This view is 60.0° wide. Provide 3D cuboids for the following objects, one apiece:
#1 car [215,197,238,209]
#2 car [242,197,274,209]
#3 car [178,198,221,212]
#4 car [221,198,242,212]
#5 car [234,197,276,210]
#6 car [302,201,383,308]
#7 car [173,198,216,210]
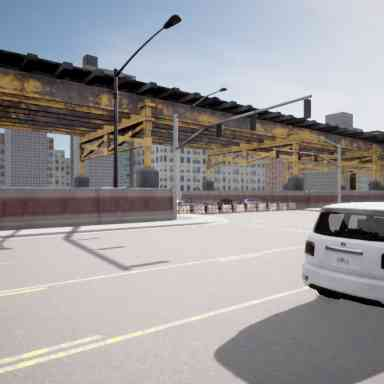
[{"bbox_3d":[4.148,1.295,39.275,1.853,1.218,4.536,0,0,18],"label":"car"},{"bbox_3d":[8.000,1.295,42.969,4.536,1.218,1.853,0,0,-7],"label":"car"},{"bbox_3d":[0.381,1.453,36.549,4.974,1.542,2.038,0,0,8],"label":"car"},{"bbox_3d":[4.133,1.453,39.225,2.038,1.542,4.974,0,0,18],"label":"car"},{"bbox_3d":[8.052,1.453,42.975,4.974,1.542,2.038,0,0,-7],"label":"car"},{"bbox_3d":[4.734,1.222,7.135,5.566,2.045,2.150,0,0,-35],"label":"car"},{"bbox_3d":[0.330,1.295,36.556,4.536,1.218,1.853,0,0,8],"label":"car"}]
